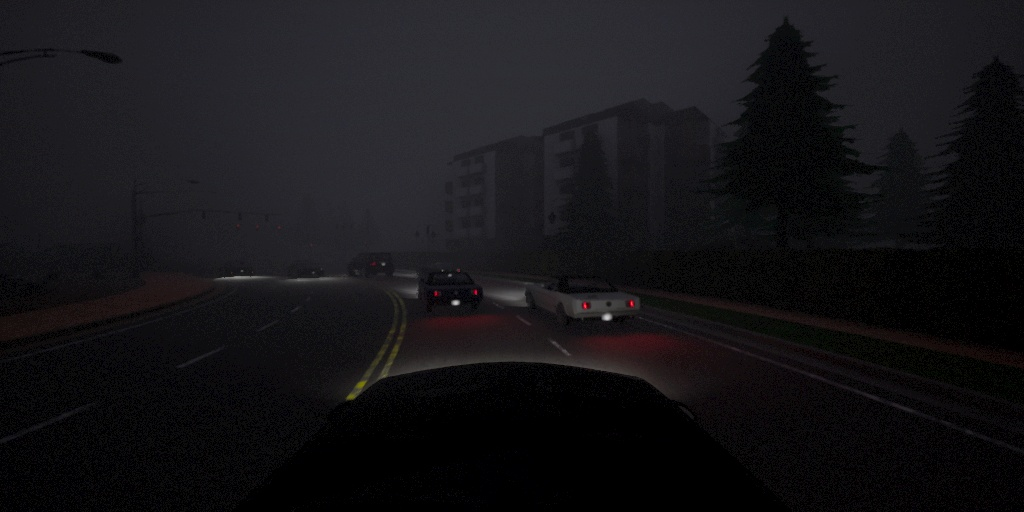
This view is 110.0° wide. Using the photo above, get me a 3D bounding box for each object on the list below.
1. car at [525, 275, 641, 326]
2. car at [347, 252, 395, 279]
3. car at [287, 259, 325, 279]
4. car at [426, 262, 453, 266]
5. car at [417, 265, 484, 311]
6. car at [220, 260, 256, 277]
[{"bbox_3d":[1.862,1.235,11.208,1.895,1.301,4.718,0,1,-14],"label":"car"},{"bbox_3d":[-11.454,0.699,29.009,2.150,2.045,5.566,0,1,-42],"label":"car"},{"bbox_3d":[-17.163,1.017,29.675,1.812,1.442,4.674,-1,1,-45],"label":"car"},{"bbox_3d":[-5.634,1.078,27.271,1.895,1.301,4.718,-1,1,-35],"label":"car"},{"bbox_3d":[-2.549,1.221,13.848,1.895,1.301,4.718,0,1,-19],"label":"car"},{"bbox_3d":[-24.140,1.061,31.475,4.181,1.385,1.994,0,1,42],"label":"car"}]
